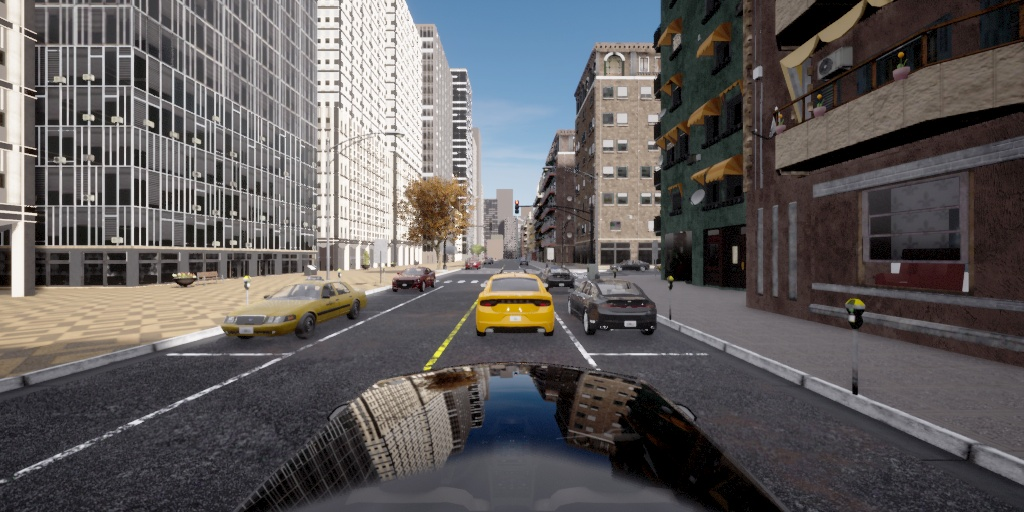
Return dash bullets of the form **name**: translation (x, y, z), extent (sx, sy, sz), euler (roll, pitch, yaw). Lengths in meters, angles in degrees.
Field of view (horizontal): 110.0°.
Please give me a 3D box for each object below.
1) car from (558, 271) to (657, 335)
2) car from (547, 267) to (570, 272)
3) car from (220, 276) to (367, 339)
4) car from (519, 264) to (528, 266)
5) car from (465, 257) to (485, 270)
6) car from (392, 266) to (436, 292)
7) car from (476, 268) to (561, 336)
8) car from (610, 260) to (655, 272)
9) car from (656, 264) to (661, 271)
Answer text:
- **car**: translation (2.672, 1.301, 10.291), extent (2.007, 1.370, 4.403), euler (0, 0, 0)
- **car**: translation (2.650, 1.305, 21.357), extent (2.007, 1.370, 4.403), euler (0, 0, 0)
- **car**: translation (-5.708, 1.276, 10.105), extent (1.751, 1.417, 4.829), euler (0, 0, 0)
- **car**: translation (0.063, 1.355, 20.664), extent (1.895, 1.301, 4.718), euler (0, 0, 0)
- **car**: translation (-5.793, 1.098, 53.728), extent (2.192, 1.841, 5.009), euler (0, 0, 0)
- **car**: translation (-5.730, 1.299, 21.341), extent (1.888, 1.381, 4.507), euler (0, 0, 0)
- **car**: translation (0.072, 1.228, 10.385), extent (1.882, 1.535, 5.008), euler (0, 0, 0)
- **car**: translation (13.358, 1.109, 40.794), extent (4.403, 1.370, 2.007), euler (0, 0, -1)
- **car**: translation (18.755, 1.006, 40.859), extent (4.829, 1.417, 1.751), euler (0, 0, -1)
